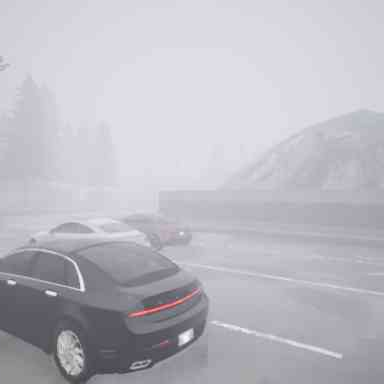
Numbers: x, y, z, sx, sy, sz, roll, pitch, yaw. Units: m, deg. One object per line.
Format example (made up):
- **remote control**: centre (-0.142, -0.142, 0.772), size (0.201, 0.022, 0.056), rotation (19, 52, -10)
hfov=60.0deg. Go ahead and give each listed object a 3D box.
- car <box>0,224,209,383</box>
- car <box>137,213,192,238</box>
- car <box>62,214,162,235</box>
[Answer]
- **car**: centre (-2.041, 1.510, 5.449), size (4.892, 1.490, 1.837), rotation (0, 0, 36)
- **car**: centre (-2.040, 1.575, 14.044), size (4.181, 1.385, 1.994), rotation (0, 0, 35)
- **car**: centre (-3.401, 1.536, 10.718), size (4.674, 1.442, 1.812), rotation (0, 0, 36)
